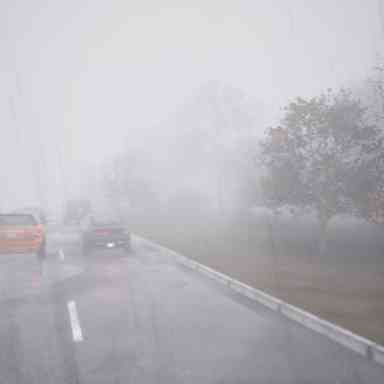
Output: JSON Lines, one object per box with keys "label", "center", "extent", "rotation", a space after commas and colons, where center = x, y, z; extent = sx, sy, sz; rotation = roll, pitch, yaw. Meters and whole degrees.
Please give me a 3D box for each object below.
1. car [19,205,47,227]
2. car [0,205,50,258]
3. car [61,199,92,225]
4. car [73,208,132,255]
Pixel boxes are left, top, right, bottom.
{"label": "car", "center": [-12.793, 1.849, 27.017], "extent": [1.837, 1.490, 4.892], "rotation": [0, 0, -23]}
{"label": "car", "center": [-6.901, 1.517, 13.184], "extent": [2.097, 1.767, 4.553], "rotation": [0, -1, -23]}
{"label": "car", "center": [-9.449, 1.581, 27.443], "extent": [2.150, 2.045, 5.566], "rotation": [0, -1, -23]}
{"label": "car", "center": [-3.919, 1.699, 14.471], "extent": [1.837, 1.490, 4.892], "rotation": [0, 0, -23]}
